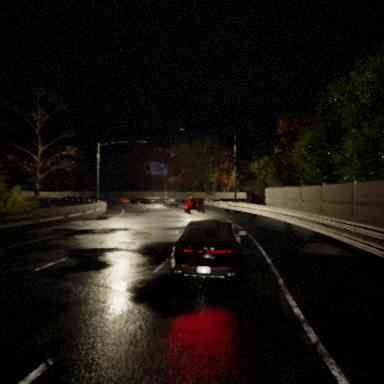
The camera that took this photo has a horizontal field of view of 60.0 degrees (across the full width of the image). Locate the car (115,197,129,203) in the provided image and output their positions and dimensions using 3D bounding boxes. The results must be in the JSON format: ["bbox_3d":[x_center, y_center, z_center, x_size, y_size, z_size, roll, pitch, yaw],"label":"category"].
[{"bbox_3d":[-18.999,2.124,89.536,1.837,1.490,4.892,1,-1,-36],"label":"car"}]

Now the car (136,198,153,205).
[{"bbox_3d":[-10.410,2.154,75.094,1.994,1.385,4.181,1,-1,-28],"label":"car"}]

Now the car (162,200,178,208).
[{"bbox_3d":[-3.933,2.120,59.118,1.895,1.301,4.718,1,-1,-18],"label":"car"}]

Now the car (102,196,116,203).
[{"bbox_3d":[-21.901,1.934,87.586,2.097,1.767,4.553,1,-1,-36],"label":"car"}]

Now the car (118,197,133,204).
[{"bbox_3d":[-16.463,2.051,78.996,1.882,1.535,5.008,1,-1,-31],"label":"car"}]

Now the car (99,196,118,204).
[{"bbox_3d":[-19.457,1.999,77.175,1.882,1.535,5.008,1,-1,-31],"label":"car"}]

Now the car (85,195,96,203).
[{"bbox_3d":[-25.087,2.069,86.019,2.033,1.411,5.357,1,-1,-36],"label":"car"}]

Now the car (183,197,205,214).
[{"bbox_3d":[0.232,1.716,42.226,2.150,2.045,5.566,1,-3,-9],"label":"car"}]

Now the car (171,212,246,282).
[{"bbox_3d":[0.583,1.610,10.231,1.837,1.490,4.892,1,-1,7],"label":"car"}]

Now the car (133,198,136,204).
[{"bbox_3d":[-13.465,2.097,80.794,1.882,1.535,5.008,1,-1,-31],"label":"car"}]
